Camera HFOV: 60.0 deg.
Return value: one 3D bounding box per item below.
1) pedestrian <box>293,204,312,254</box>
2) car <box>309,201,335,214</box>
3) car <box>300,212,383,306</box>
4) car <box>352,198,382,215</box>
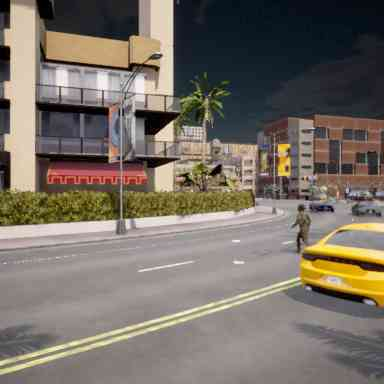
[{"bbox_3d":[3.937,1.294,11.803,0.375,1.860,0.375,0,0,-44],"label":"pedestrian"},{"bbox_3d":[13.912,1.601,35.692,1.895,1.301,4.718,0,0,11],"label":"car"},{"bbox_3d":[4.476,1.478,7.831,5.008,1.535,1.882,0,0,-42],"label":"car"},{"bbox_3d":[16.068,1.564,30.712,1.994,1.385,4.181,0,0,18],"label":"car"}]
